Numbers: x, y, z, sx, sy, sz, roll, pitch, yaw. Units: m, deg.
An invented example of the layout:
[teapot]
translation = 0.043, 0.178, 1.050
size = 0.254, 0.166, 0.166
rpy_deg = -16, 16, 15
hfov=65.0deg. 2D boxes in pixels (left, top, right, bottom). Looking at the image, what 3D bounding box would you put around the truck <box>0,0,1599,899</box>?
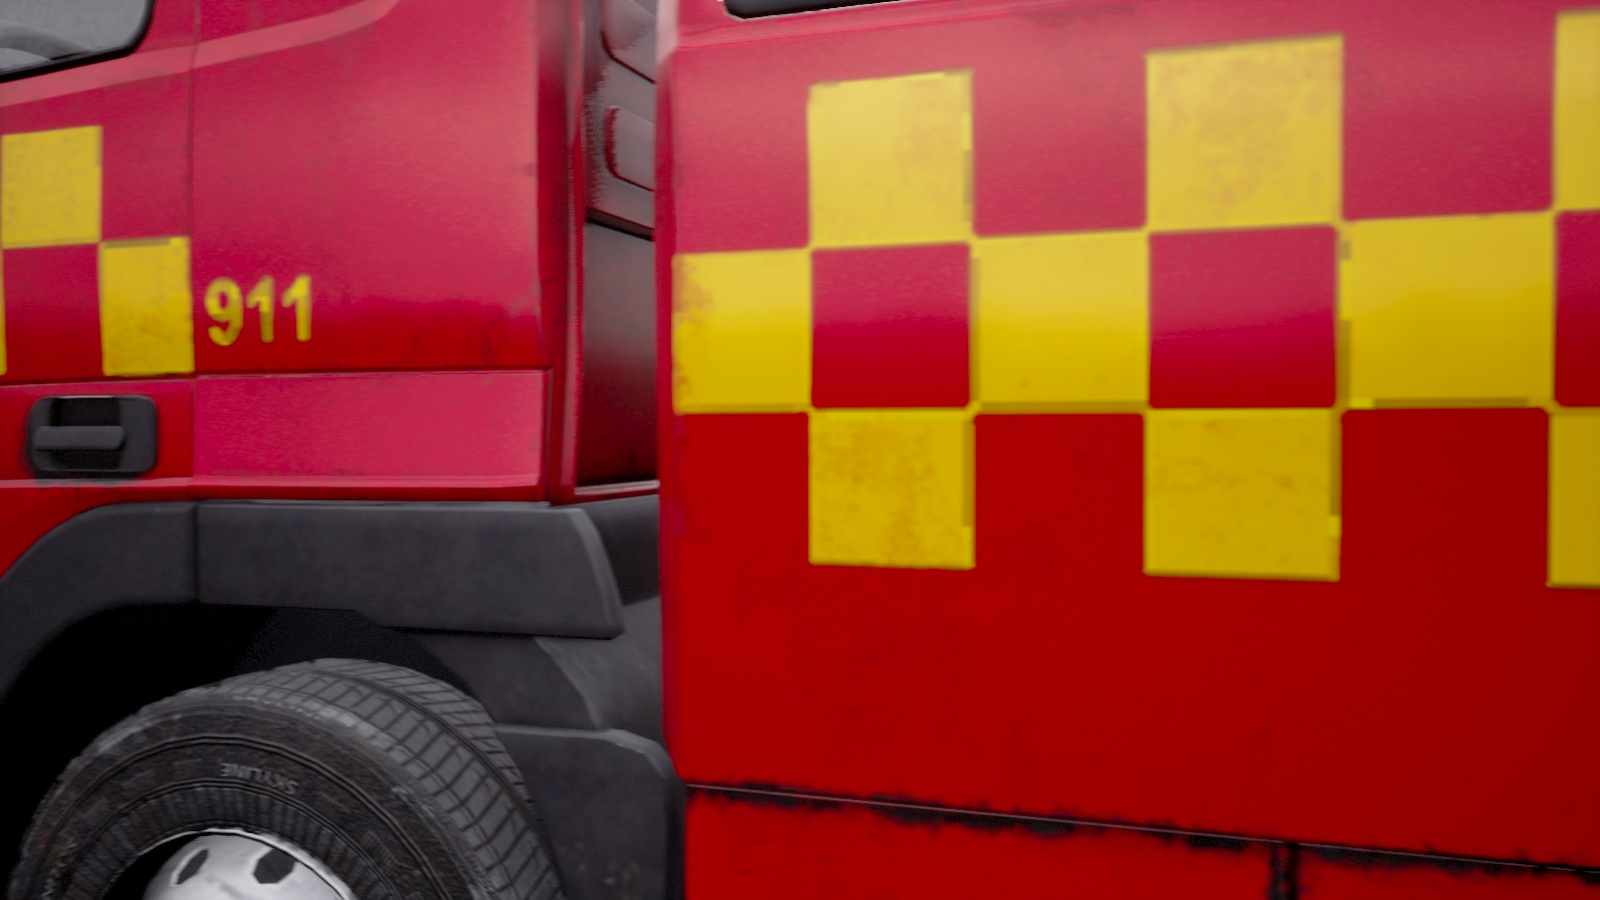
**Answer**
[truck]
translation = 1.600, -0.374, 2.638
size = 8.468, 3.827, 2.891
rpy_deg = 1, 1, 19
